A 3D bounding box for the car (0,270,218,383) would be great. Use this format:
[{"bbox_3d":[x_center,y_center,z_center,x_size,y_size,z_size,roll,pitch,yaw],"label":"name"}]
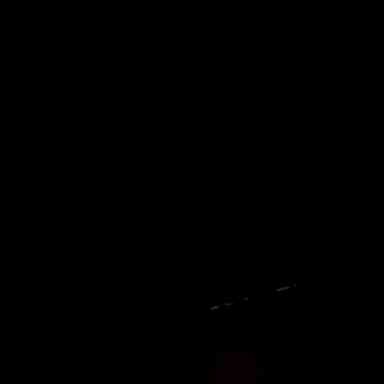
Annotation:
[{"bbox_3d":[-2.094,1.481,2.495,5.008,1.535,1.882,-1,0,-36],"label":"car"}]
